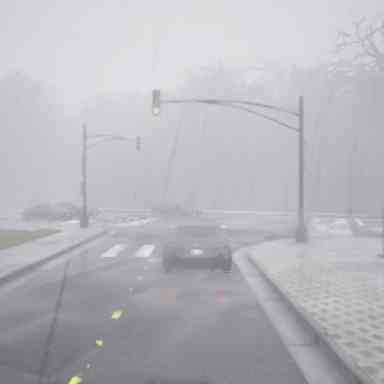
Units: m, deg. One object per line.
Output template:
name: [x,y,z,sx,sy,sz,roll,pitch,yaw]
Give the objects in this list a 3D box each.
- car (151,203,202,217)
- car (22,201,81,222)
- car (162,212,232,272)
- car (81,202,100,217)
car: [-1.441,1.597,28.929,4.718,1.301,1.895,0,0,45]
car: [-11.244,1.547,26.125,4.181,1.385,1.994,0,0,23]
car: [0.190,1.561,10.764,1.994,1.385,4.181,0,0,2]
car: [-10.301,1.521,29.255,4.674,1.442,1.812,0,0,23]
